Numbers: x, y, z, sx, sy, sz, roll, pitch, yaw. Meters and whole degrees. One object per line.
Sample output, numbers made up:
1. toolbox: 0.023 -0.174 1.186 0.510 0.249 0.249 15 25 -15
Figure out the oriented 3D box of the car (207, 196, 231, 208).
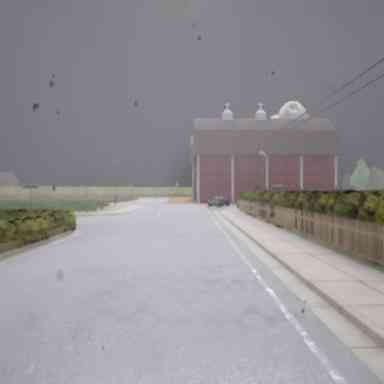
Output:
1. car: 3.622 1.279 43.760 2.128 1.511 4.902 0 0 25
